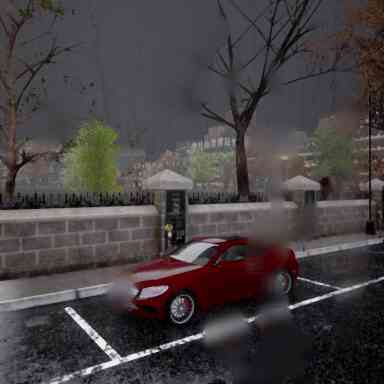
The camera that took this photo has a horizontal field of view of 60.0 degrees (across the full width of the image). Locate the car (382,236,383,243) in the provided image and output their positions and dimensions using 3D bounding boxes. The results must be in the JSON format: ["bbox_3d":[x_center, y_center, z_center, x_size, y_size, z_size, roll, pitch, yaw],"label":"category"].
[{"bbox_3d":[9.372,1.525,13.267,4.829,1.417,1.752,0,0,-36],"label":"car"}]

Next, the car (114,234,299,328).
[{"bbox_3d":[0.505,1.581,6.929,4.206,1.307,1.802,0,0,-36],"label":"car"}]
